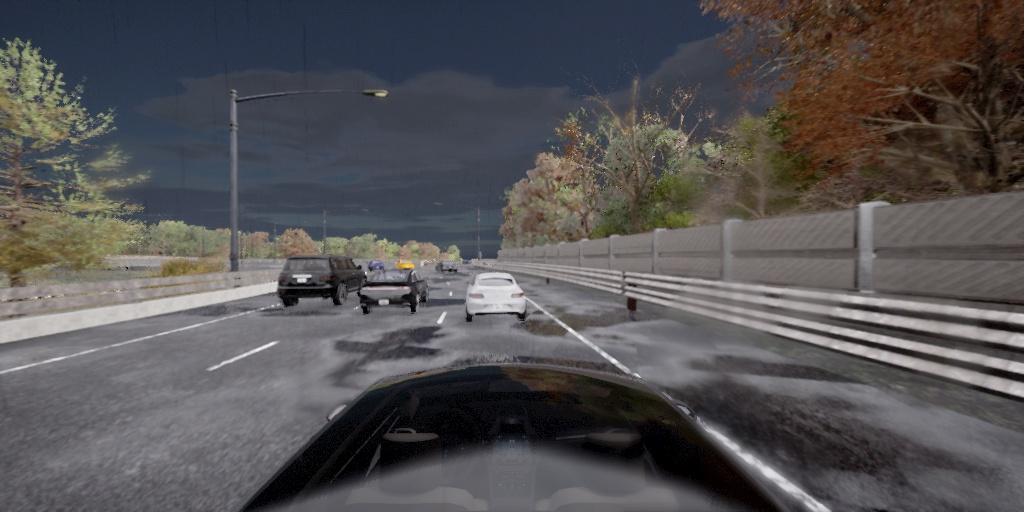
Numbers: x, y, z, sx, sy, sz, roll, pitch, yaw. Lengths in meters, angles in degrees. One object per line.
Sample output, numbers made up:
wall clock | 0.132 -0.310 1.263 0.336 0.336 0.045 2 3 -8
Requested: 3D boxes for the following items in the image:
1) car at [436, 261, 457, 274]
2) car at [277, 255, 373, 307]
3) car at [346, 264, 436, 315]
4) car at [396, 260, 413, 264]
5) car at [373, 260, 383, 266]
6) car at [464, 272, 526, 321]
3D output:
car | -7.783 1.286 42.177 2.033 1.411 5.357 0 0 -22
car | -8.109 0.986 15.878 2.150 2.045 5.566 0 0 -8
car | -4.352 1.245 13.749 2.128 1.511 4.902 0 0 -7
car | -14.907 1.234 49.544 1.882 1.535 5.008 0 0 -26
car | -18.917 1.296 49.748 1.812 1.442 4.674 0 0 -27
car | -0.647 1.268 12.330 1.812 1.442 4.674 0 0 -6
